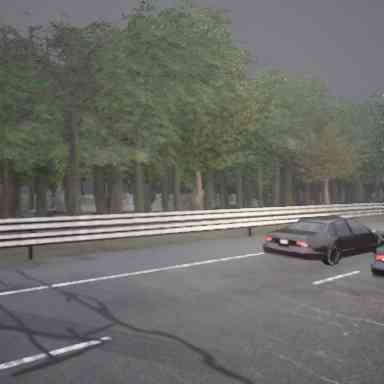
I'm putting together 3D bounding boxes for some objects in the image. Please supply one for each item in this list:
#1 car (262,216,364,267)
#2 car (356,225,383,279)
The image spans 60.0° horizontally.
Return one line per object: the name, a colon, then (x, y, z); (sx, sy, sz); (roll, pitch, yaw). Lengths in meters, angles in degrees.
car: (4.810, 1.538, 11.469); (5.357, 1.411, 2.033); (0, 0, -35)
car: (6.669, 1.538, 8.500); (5.357, 1.411, 2.033); (0, 0, -36)
